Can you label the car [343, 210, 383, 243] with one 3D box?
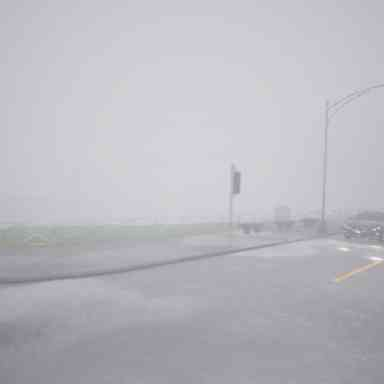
[{"bbox_3d":[9.850,1.768,18.002,1.837,1.490,4.892,2,0,45],"label":"car"}]
